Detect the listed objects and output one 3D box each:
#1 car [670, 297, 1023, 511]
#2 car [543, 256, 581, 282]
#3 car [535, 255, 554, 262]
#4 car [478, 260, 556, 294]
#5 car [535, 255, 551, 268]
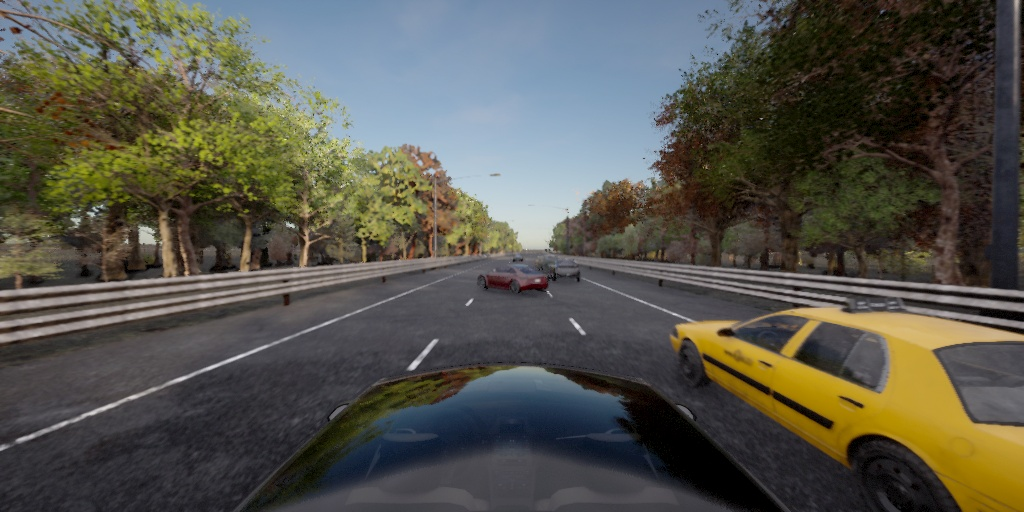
[{"bbox_3d":[3.501,1.185,3.773,1.801,1.575,5.366,0,1,0],"label":"car"},{"bbox_3d":[3.652,0.979,25.491,2.128,1.511,4.902,0,1,1],"label":"car"},{"bbox_3d":[3.812,0.717,36.414,2.097,1.767,4.553,0,1,1],"label":"car"},{"bbox_3d":[-0.023,1.125,18.802,1.994,1.385,4.181,-1,1,-39],"label":"car"},{"bbox_3d":[4.033,0.694,47.587,1.801,1.575,5.366,0,1,1],"label":"car"}]
